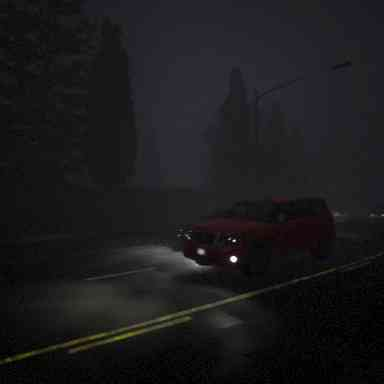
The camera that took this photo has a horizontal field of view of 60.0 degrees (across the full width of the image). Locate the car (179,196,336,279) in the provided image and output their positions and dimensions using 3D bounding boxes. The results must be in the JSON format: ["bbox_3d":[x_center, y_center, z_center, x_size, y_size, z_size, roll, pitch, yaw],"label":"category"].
[{"bbox_3d":[2.353,1.171,10.375,5.566,2.045,2.150,0,0,-40],"label":"car"}]

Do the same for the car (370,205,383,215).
[{"bbox_3d":[27.243,2.581,48.785,1.812,1.442,4.674,1,-2,24],"label":"car"}]

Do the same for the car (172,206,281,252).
[{"bbox_3d":[1.642,1.441,14.401,4.892,1.490,1.837,0,1,-41],"label":"car"}]
